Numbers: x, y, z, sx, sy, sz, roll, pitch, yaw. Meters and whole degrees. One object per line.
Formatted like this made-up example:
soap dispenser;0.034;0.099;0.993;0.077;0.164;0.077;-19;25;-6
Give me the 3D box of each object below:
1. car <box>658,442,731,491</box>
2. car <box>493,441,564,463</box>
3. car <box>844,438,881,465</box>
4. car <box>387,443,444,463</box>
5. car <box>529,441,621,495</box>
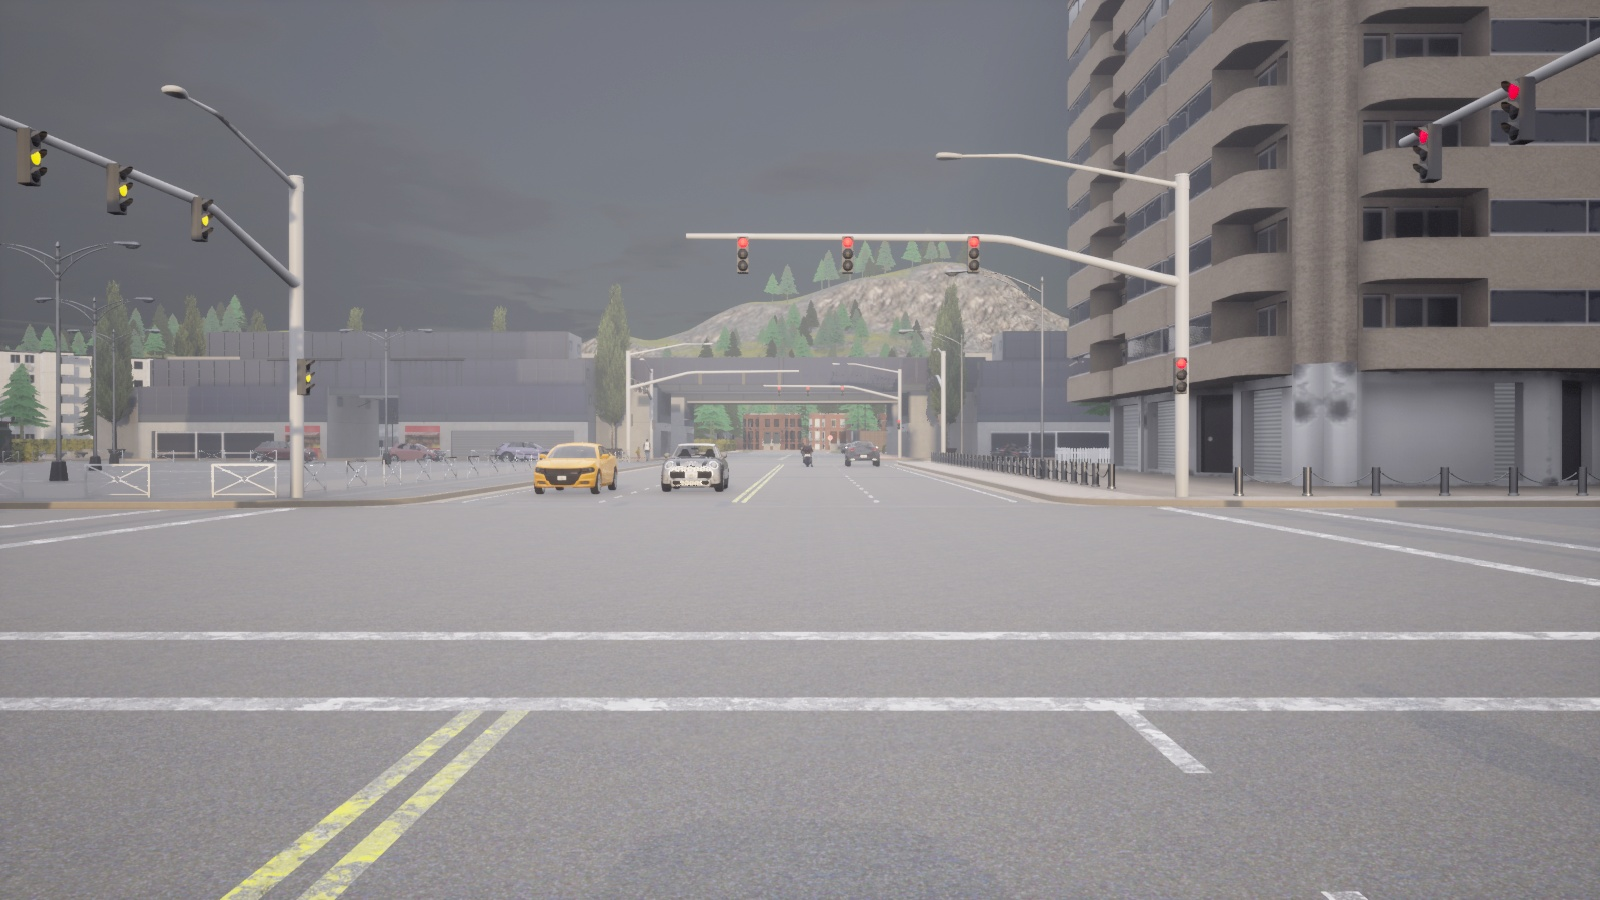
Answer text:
car;-3.257;0.486;39.460;1.970;1.475;3.806;0;0;0
car;-20.163;0.133;93.345;4.856;1.649;2.033;0;0;1
car;3.982;0.073;80.615;2.152;1.651;5.027;0;0;0
car;-28.654;0.209;93.600;3.633;1.501;1.845;0;0;2
car;-6.764;0.503;38.227;1.882;1.535;5.008;0;0;0
